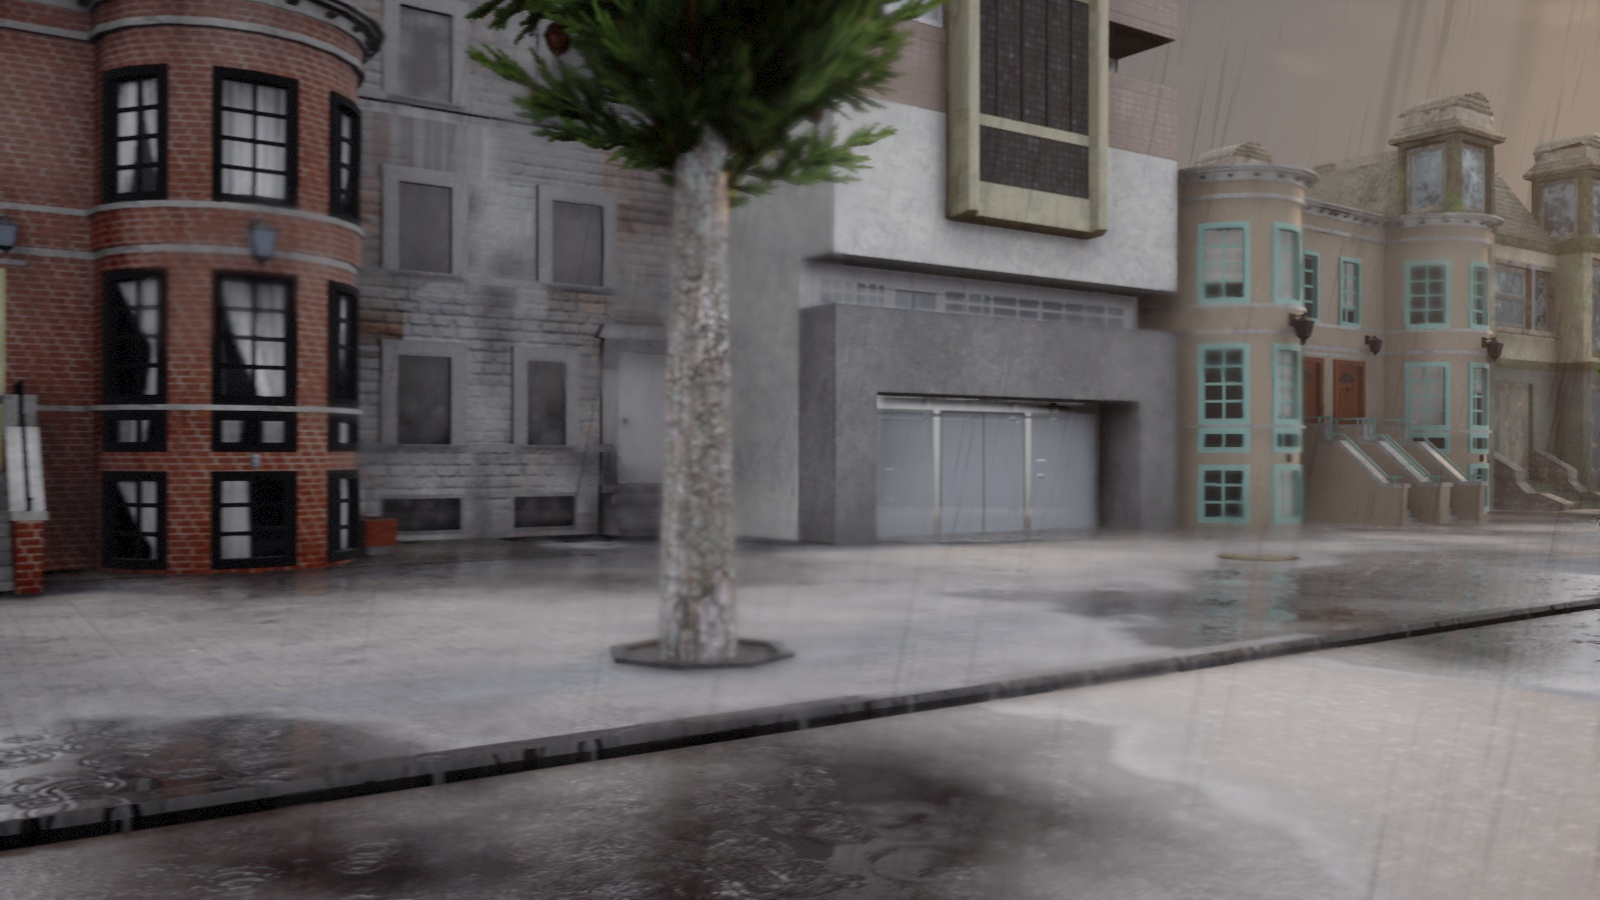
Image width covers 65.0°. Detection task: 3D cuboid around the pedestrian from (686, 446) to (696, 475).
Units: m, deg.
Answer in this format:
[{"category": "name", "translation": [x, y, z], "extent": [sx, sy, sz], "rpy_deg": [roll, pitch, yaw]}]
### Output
[{"category": "pedestrian", "translation": [-7.002, 0.663, 80.609], "extent": [0.354, 1.836, 0.706], "rpy_deg": [0, 0, -37]}]
